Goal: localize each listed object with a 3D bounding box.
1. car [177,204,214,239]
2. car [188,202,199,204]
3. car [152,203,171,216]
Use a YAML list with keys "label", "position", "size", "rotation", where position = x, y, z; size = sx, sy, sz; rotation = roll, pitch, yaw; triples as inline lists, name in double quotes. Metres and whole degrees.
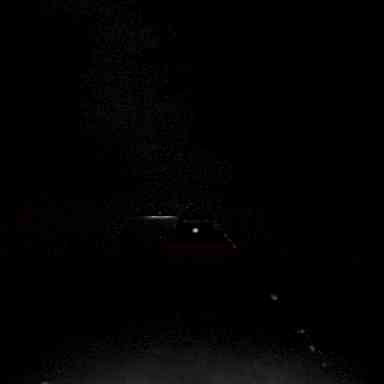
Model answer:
- label: "car"
  position: [0.179, 1.636, 18.386]
  size: [2.128, 1.511, 4.902]
  rotation: [0, 0, 0]
- label: "car"
  position: [0.174, 1.917, 40.157]
  size: [1.812, 1.442, 4.674]
  rotation: [0, -1, 0]
- label: "car"
  position: [-3.414, 1.918, 37.861]
  size: [2.033, 1.411, 5.357]
  rotation: [0, -1, 0]
